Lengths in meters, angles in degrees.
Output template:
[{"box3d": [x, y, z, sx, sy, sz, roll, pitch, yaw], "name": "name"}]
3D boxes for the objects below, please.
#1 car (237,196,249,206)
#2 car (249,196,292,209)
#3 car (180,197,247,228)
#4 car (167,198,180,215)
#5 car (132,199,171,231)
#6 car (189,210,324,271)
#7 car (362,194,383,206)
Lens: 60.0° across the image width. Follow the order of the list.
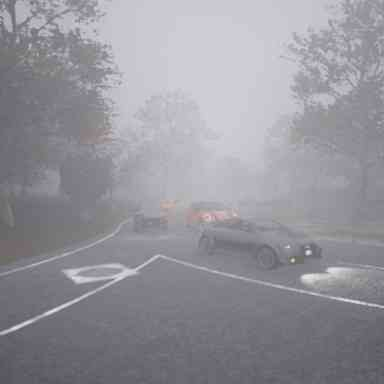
[{"box3d": [6.063, 1.282, 42.063, 4.902, 1.511, 2.128, -1, 0, -31], "name": "car"}, {"box3d": [9.956, 1.228, 40.797, 5.008, 1.535, 1.882, -1, 0, -24], "name": "car"}, {"box3d": [1.036, 1.275, 18.843, 2.097, 1.767, 4.553, 0, 0, -15], "name": "car"}, {"box3d": [-2.250, 1.372, 30.203, 1.882, 1.535, 5.008, 0, 1, 19], "name": "car"}, {"box3d": [-2.564, 1.413, 20.356, 1.882, 1.535, 5.008, 0, 0, -8], "name": "car"}, {"box3d": [2.069, 1.513, 10.921, 1.994, 1.385, 4.181, 0, 0, -38], "name": "car"}, {"box3d": [24.789, 1.061, 44.903, 4.553, 1.767, 2.097, 0, 0, 18], "name": "car"}]
